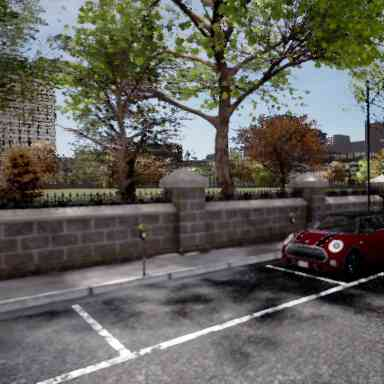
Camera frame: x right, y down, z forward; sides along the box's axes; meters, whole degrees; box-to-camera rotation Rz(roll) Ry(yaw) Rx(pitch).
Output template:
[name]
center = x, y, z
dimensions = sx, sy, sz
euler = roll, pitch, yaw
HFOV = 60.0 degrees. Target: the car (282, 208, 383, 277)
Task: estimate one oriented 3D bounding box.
[car]
center = 4.503, 1.318, 9.775
dimensions = 4.097, 1.590, 1.967
euler = -1, 0, -36
